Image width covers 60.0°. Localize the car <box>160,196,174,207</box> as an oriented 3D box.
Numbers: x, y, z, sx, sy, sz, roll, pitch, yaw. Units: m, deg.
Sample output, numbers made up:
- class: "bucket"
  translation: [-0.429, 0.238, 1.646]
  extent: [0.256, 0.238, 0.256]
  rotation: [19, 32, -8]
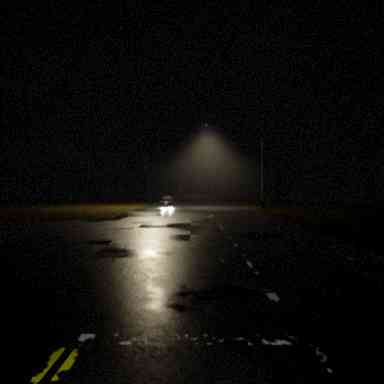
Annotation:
- class: "car"
  translation: [-3.498, 1.272, 47.199]
  extent: [2.128, 1.511, 4.902]
  rotation: [0, 0, 0]
